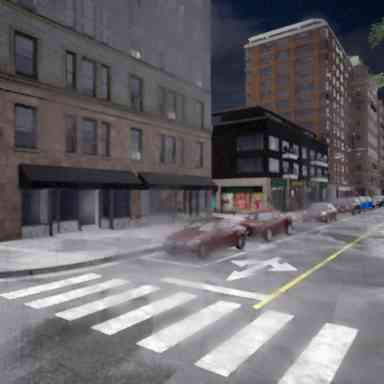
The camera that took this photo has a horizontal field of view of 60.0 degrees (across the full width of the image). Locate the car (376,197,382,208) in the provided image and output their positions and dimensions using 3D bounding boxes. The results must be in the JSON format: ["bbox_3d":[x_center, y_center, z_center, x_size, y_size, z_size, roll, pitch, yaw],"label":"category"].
[{"bbox_3d":[25.790,1.750,48.284,1.947,1.339,4.313,-1,-1,35],"label":"car"}]

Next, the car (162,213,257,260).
[{"bbox_3d":[0.659,1.680,12.983,1.802,1.307,4.206,-1,-1,38],"label":"car"}]

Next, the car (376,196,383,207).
[{"bbox_3d":[28.924,1.510,52.692,2.192,1.841,5.009,-1,-1,35],"label":"car"}]

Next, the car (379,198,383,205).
[{"bbox_3d":[38.334,1.807,65.908,1.802,1.307,4.206,-1,-1,35],"label":"car"}]

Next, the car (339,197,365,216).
[{"bbox_3d":[16.378,1.468,35.068,2.192,1.841,5.009,-1,-1,35],"label":"car"}]

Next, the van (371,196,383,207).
[{"bbox_3d":[32.060,1.546,57.098,1.690,1.788,3.998,-1,-1,35],"label":"van"}]

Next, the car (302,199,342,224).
[{"bbox_3d":[10.107,1.571,26.255,1.967,1.590,4.097,-1,-1,35],"label":"car"}]

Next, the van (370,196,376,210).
[{"bbox_3d":[22.651,1.515,43.880,1.690,1.788,3.998,-1,-1,35],"label":"van"}]

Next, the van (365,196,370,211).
[{"bbox_3d":[19.515,1.505,39.474,1.690,1.788,3.998,-1,-1,35],"label":"van"}]

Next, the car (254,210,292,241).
[{"bbox_3d":[3.835,1.654,17.442,1.887,1.381,4.507,-1,-1,35],"label":"car"}]
